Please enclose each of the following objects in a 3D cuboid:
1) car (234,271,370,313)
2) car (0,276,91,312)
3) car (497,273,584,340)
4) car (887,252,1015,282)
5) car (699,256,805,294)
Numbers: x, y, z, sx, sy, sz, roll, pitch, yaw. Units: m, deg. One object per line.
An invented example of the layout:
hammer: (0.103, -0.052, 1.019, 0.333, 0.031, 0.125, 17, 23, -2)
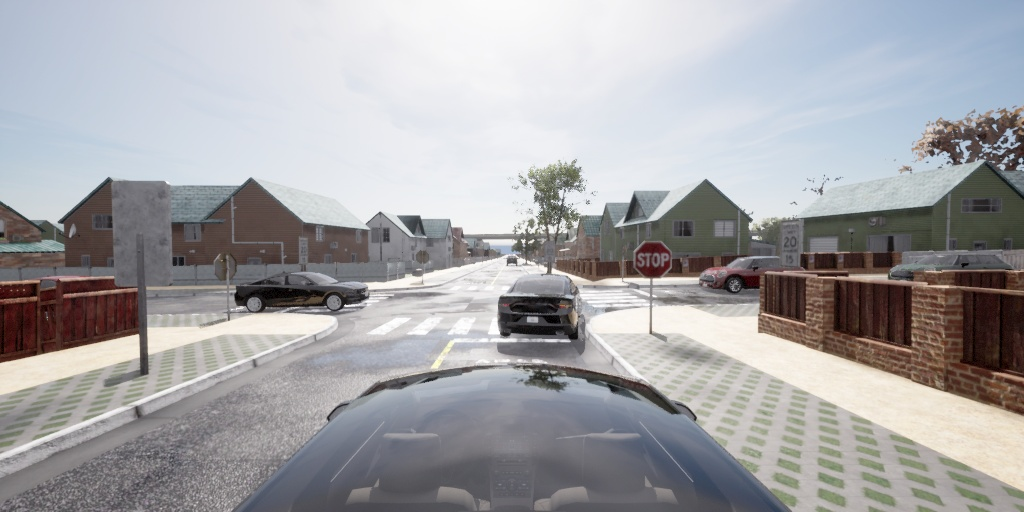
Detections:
car: (-8.468, 1.376, 14.685, 5.008, 1.535, 1.882, -1, 2, 0)
car: (-18.021, 1.546, 14.623, 5.008, 1.535, 1.882, -1, 2, 0)
car: (0.958, 1.224, 10.158, 1.882, 1.535, 5.008, 0, 0, 12)
car: (21.702, 0.646, 17.838, 4.553, 1.767, 2.097, -1, 2, 0)
car: (11.807, 0.820, 17.767, 4.553, 1.767, 2.097, -1, 2, 0)
